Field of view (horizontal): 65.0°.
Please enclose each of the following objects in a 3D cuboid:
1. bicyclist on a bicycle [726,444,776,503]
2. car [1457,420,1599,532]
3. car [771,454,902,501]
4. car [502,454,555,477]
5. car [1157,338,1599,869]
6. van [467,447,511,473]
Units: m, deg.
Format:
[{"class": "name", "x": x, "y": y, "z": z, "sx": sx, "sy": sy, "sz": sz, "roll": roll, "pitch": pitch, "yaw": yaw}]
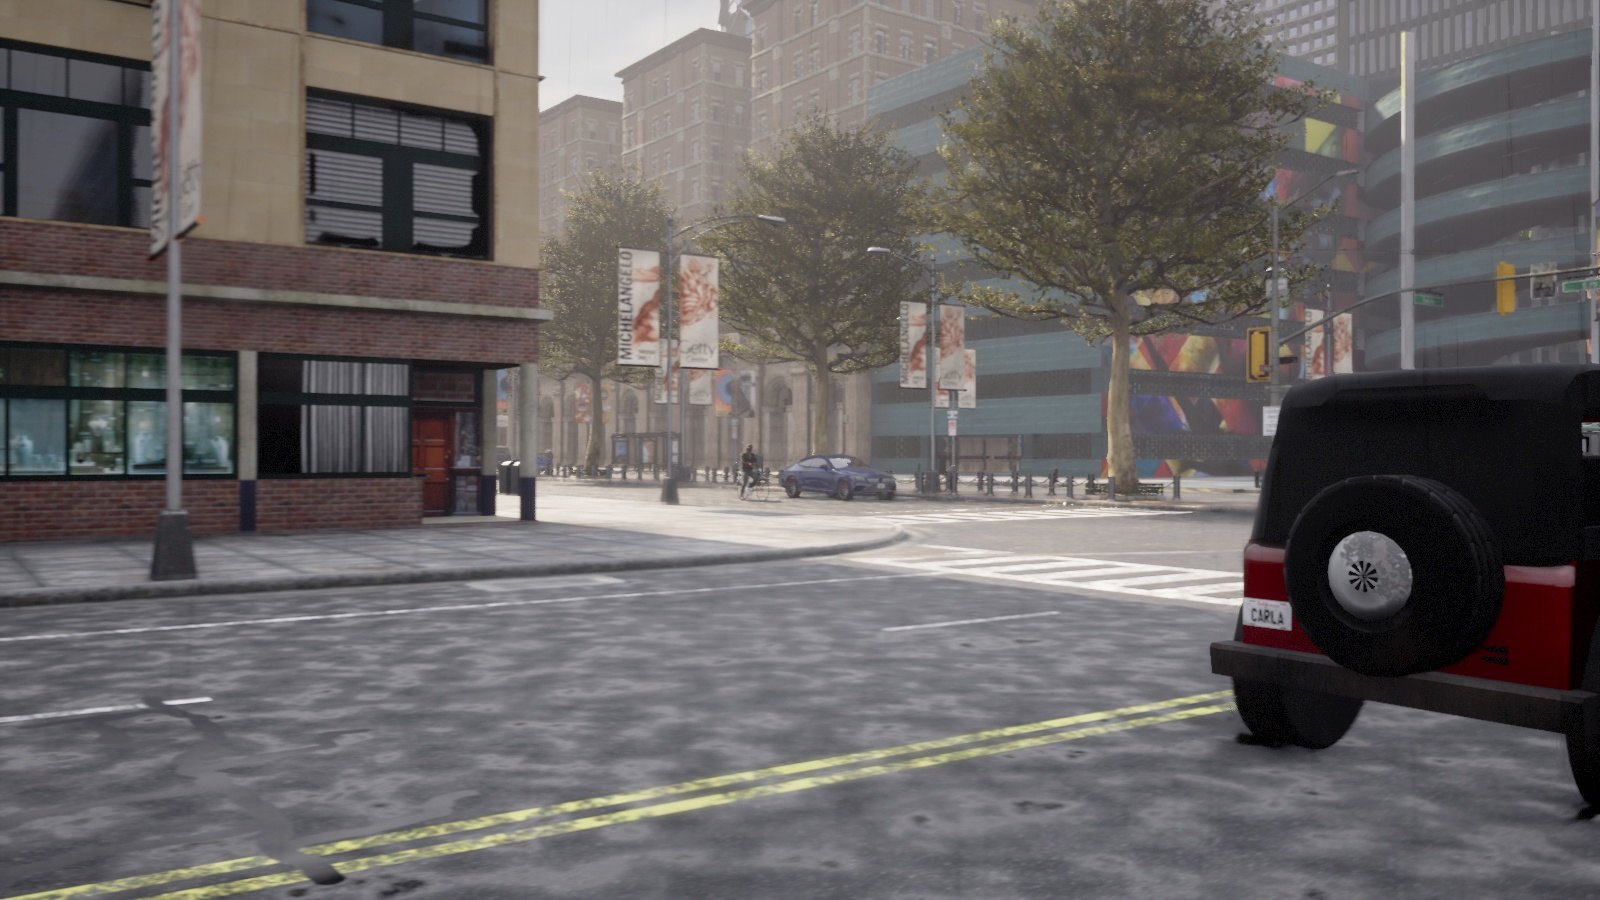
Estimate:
[{"class": "bicyclist on a bicycle", "x": -1.509, "y": 0.701, "z": 38.449, "sx": 0.659, "sy": 1.776, "sz": 1.843, "roll": 0, "pitch": 0, "yaw": -35}, {"class": "car", "x": 15.594, "y": 0.474, "z": 23.767, "sx": 5.566, "sy": 2.045, "sz": 2.150, "roll": 0, "pitch": 0, "yaw": 28}, {"class": "car", "x": 1.119, "y": 0.854, "z": 40.752, "sx": 1.812, "sy": 1.442, "sz": 4.674, "roll": 0, "pitch": 0, "yaw": -35}, {"class": "car", "x": -17.618, "y": 0.977, "z": 81.366, "sx": 1.816, "sy": 1.474, "sz": 4.193, "roll": 0, "pitch": 0, "yaw": -35}, {"class": "car", "x": 3.840, "y": 0.544, "z": 6.332, "sx": 3.866, "sy": 1.878, "sz": 1.905, "roll": 0, "pitch": 0, "yaw": -35}, {"class": "van", "x": -23.912, "y": 0.764, "z": 96.422, "sx": 1.775, "sy": 1.987, "sz": 4.442, "roll": 0, "pitch": 0, "yaw": -35}]
